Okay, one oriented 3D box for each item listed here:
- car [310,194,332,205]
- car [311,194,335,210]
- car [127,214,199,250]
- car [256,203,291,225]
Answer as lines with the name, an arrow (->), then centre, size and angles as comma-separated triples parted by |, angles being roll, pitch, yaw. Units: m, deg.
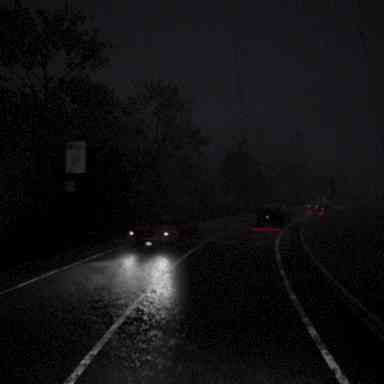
car -> 20.014, 1.137, 51.545 | 1.812, 1.442, 4.674 | -4, 0, 38
car -> 15.656, 1.357, 40.020 | 1.812, 1.442, 4.674 | -4, 0, 36
car -> -1.125, 1.709, 14.967 | 1.895, 1.301, 4.718 | -1, -1, 15
car -> 6.129, 1.538, 24.719 | 1.882, 1.535, 5.008 | -2, -1, 24
